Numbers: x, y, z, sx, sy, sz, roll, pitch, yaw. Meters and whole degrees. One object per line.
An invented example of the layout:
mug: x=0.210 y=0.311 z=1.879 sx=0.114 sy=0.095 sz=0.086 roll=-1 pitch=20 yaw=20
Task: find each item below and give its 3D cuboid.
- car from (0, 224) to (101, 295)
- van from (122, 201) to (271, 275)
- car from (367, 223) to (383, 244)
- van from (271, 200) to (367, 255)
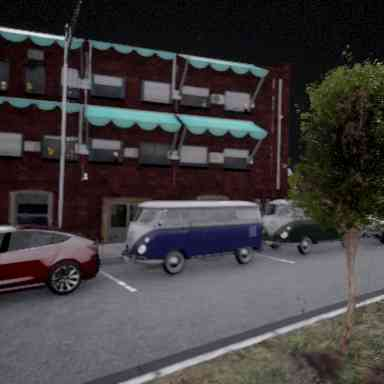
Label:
car: x=-4.441 y=1.501 z=7.202 sx=4.792 sy=1.488 sz=2.163 roll=0 pitch=0 yaw=-34
van: x=0.072 y=1.263 z=10.279 sx=4.442 sy=1.987 sz=1.878 roll=0 pitch=0 yaw=-33
car: x=9.521 y=1.617 z=16.303 sx=4.674 sy=1.452 sz=2.002 roll=1 pitch=-1 yaw=-31
van: x=4.704 y=1.295 z=13.316 sx=4.442 sy=1.987 sz=1.878 roll=1 pitch=0 yaw=-32
